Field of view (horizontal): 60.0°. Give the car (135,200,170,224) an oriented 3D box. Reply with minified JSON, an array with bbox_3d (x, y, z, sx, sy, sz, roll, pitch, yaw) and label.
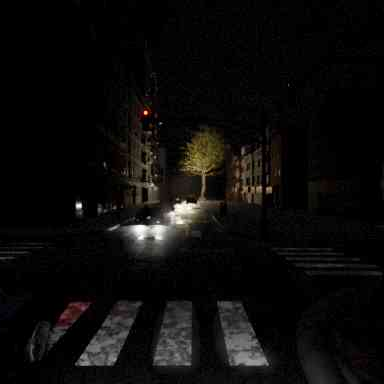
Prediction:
[{"bbox_3d":[-2.914,1.551,24.318,1.994,1.385,4.181,0,0,0],"label":"car"}]

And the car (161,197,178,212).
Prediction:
[{"bbox_3d":[-2.945,1.483,38.669,1.837,1.490,4.892,0,0,0],"label":"car"}]

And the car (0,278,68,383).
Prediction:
[{"bbox_3d":[-2.855,1.601,2.963,1.895,1.301,4.718,0,0,0],"label":"car"}]

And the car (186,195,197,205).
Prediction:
[{"bbox_3d":[-0.052,1.454,59.363,1.882,1.535,5.008,0,0,0],"label":"car"}]

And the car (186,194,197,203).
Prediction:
[{"bbox_3d":[-0.077,1.329,69.338,2.097,1.767,4.553,0,0,0],"label":"car"}]

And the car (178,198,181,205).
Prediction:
[{"bbox_3d":[-2.928,1.541,57.631,1.994,1.385,4.181,0,0,0],"label":"car"}]
